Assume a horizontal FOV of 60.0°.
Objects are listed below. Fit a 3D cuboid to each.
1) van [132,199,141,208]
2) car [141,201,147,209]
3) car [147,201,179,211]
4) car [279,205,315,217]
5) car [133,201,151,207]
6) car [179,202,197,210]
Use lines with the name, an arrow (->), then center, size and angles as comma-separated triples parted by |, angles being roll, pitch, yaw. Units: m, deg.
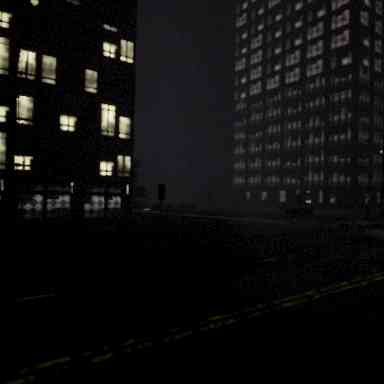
van -> -10.968, 2.032, 57.809 | 1.690, 1.788, 3.998 | 1, -1, -36
car -> -9.631, 2.342, 60.510 | 1.994, 1.385, 4.181 | 2, -2, -36
car -> -4.303, 2.021, 48.705 | 1.967, 1.590, 4.097 | 1, -1, -36
car -> 12.566, 2.199, 40.065 | 2.008, 1.369, 4.403 | 1, -1, -36
car -> -10.873, 2.595, 71.853 | 1.947, 1.339, 4.313 | 1, -1, -36
car -> -0.872, 2.432, 58.196 | 1.947, 1.339, 4.313 | 1, -1, -36
